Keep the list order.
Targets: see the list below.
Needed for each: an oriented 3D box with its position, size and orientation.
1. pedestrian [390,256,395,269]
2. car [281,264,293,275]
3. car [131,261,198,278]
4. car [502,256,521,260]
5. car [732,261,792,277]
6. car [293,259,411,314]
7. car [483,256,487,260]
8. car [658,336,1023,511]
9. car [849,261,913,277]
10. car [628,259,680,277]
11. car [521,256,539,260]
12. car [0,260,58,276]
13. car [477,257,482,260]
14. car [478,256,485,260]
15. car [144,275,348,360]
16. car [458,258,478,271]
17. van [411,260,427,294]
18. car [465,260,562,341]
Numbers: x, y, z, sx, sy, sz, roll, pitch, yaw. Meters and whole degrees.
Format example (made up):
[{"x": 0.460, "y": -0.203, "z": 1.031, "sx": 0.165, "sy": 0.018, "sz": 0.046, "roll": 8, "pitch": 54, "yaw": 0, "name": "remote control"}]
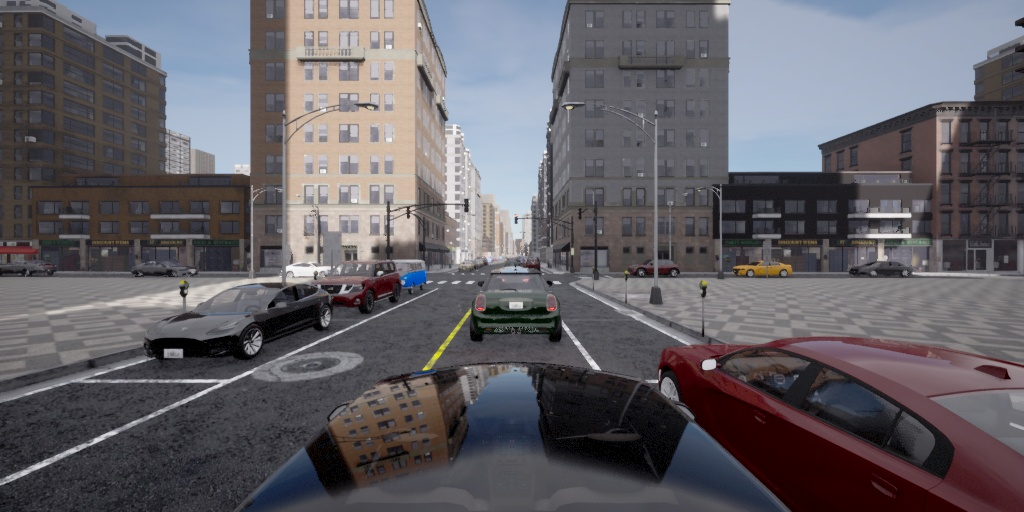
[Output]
[{"x": -12.586, "y": 0.845, "z": 37.629, "sx": 0.375, "sy": 1.860, "sz": 0.375, "roll": 0, "pitch": 0, "yaw": 1, "name": "pedestrian"}, {"x": -17.658, "y": 1.233, "z": 31.464, "sx": 4.674, "sy": 1.442, "sz": 1.812, "roll": 0, "pitch": 0, "yaw": 1, "name": "car"}, {"x": -30.576, "y": 1.201, "z": 31.649, "sx": 4.902, "sy": 1.511, "sz": 2.128, "roll": 0, "pitch": 0, "yaw": 0, "name": "car"}, {"x": 0.052, "y": 1.029, "z": 49.725, "sx": 2.097, "sy": 1.767, "sz": 4.553, "roll": 0, "pitch": 0, "yaw": 0, "name": "car"}, {"x": 23.691, "y": 1.190, "z": 34.074, "sx": 5.008, "sy": 1.535, "sz": 1.882, "roll": 0, "pitch": 0, "yaw": 1, "name": "car"}, {"x": -5.870, "y": 1.064, "z": 14.029, "sx": 2.192, "sy": 1.841, "sz": 5.009, "roll": 0, "pitch": 0, "yaw": 0, "name": "car"}, {"x": -5.918, "y": 1.165, "z": 63.483, "sx": 1.751, "sy": 1.417, "sz": 4.829, "roll": 0, "pitch": 0, "yaw": 0, "name": "car"}, {"x": 2.667, "y": 1.295, "z": 2.731, "sx": 1.888, "sy": 1.381, "sz": 4.507, "roll": 0, "pitch": 0, "yaw": 0, "name": "car"}, {"x": 34.796, "y": 1.224, "z": 33.905, "sx": 4.892, "sy": 1.490, "sz": 1.837, "roll": 0, "pitch": 0, "yaw": 1, "name": "car"}, {"x": 13.427, "y": 1.059, "z": 34.229, "sx": 4.553, "sy": 1.767, "sz": 2.097, "roll": 0, "pitch": 0, "yaw": 1, "name": "car"}, {"x": 2.625, "y": 1.001, "z": 46.669, "sx": 2.192, "sy": 1.841, "sz": 5.009, "roll": 0, "pitch": 0, "yaw": 0, "name": "car"}, {"x": -47.586, "y": 1.184, "z": 35.045, "sx": 4.902, "sy": 1.511, "sz": 2.128, "roll": 0, "pitch": 0, "yaw": 1, "name": "car"}, {"x": -5.907, "y": 1.237, "z": 52.343, "sx": 1.948, "sy": 1.339, "sz": 4.313, "roll": 0, "pitch": 0, "yaw": 0, "name": "car"}, {"x": -5.912, "y": 1.181, "z": 57.828, "sx": 1.751, "sy": 1.417, "sz": 4.829, "roll": 0, "pitch": 0, "yaw": 0, "name": "car"}, {"x": -5.864, "y": 1.315, "z": 8.388, "sx": 1.948, "sy": 1.339, "sz": 4.313, "roll": 0, "pitch": 0, "yaw": 0, "name": "car"}, {"x": -5.901, "y": 1.211, "z": 46.518, "sx": 1.751, "sy": 1.417, "sz": 4.829, "roll": 0, "pitch": 0, "yaw": 0, "name": "car"}, {"x": -5.875, "y": 1.088, "z": 19.670, "sx": 1.690, "sy": 1.789, "sz": 3.998, "roll": 0, "pitch": 0, "yaw": 0, "name": "van"}, {"x": 0.090, "y": 1.102, "z": 10.005, "sx": 2.097, "sy": 1.767, "sz": 4.553, "roll": 0, "pitch": 0, "yaw": 0, "name": "car"}]
